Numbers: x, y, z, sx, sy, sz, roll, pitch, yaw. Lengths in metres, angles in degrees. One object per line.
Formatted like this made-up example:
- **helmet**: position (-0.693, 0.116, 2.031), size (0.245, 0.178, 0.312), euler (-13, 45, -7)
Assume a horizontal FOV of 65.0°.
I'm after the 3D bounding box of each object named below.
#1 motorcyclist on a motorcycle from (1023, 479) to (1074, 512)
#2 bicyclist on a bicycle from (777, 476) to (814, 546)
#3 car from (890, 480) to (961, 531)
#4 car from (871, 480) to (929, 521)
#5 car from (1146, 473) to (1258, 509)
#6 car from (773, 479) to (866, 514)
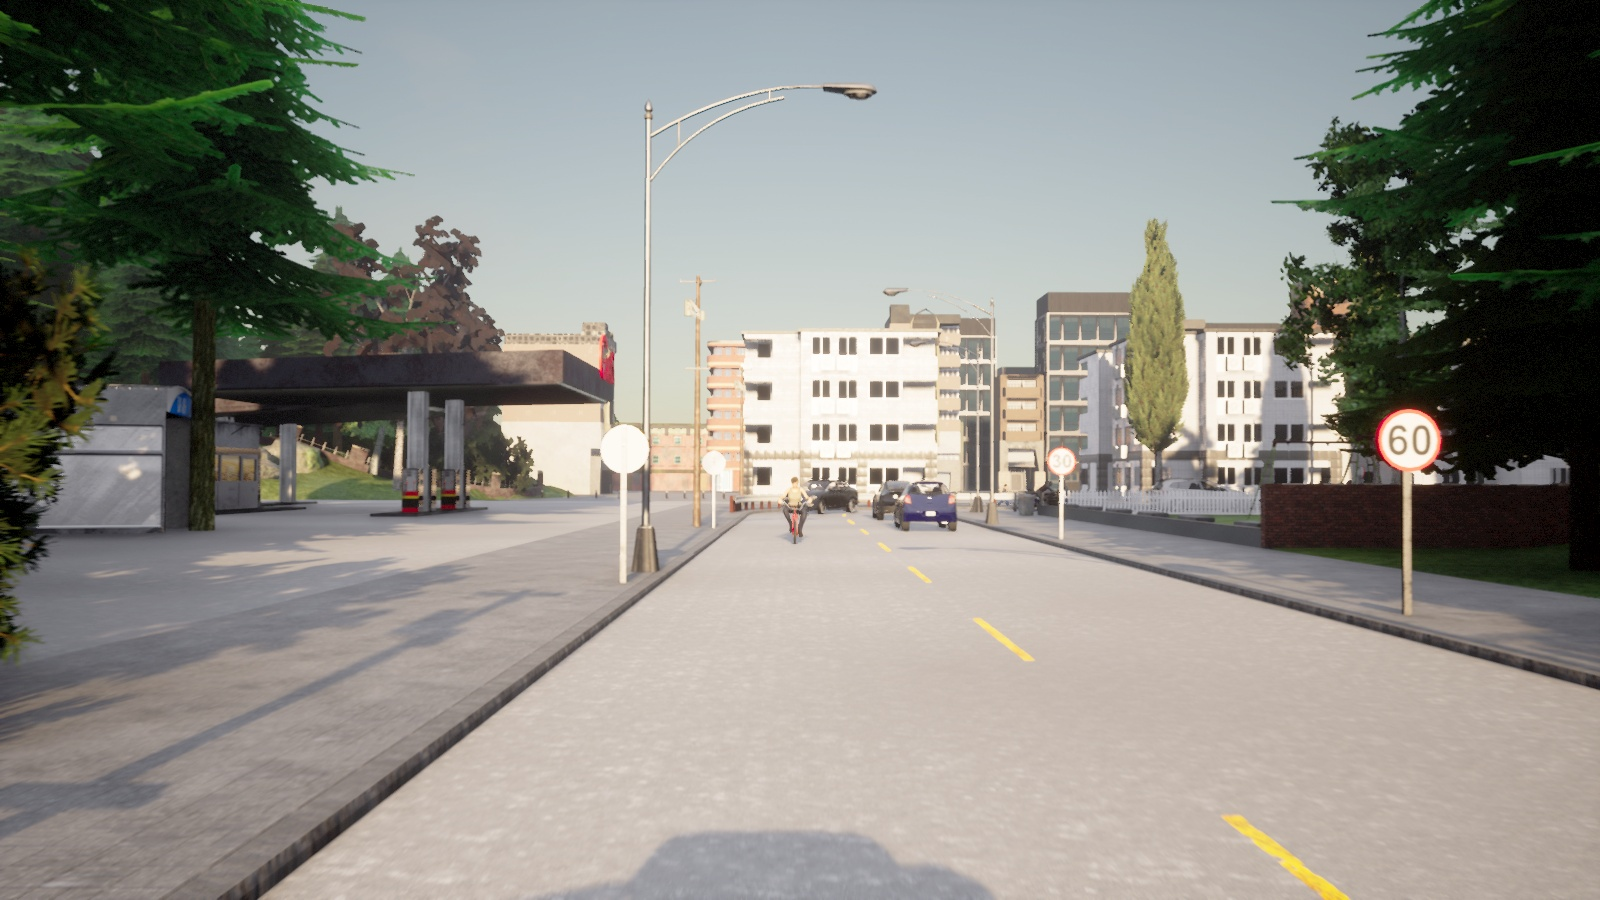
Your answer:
- **motorcyclist on a motorcycle**: position (11.790, 2.158, 59.657), size (2.191, 1.530, 0.866), euler (0, -1, -7)
- **bicyclist on a bicycle**: position (-0.110, 1.438, 30.003), size (0.866, 1.612, 1.509), euler (0, -1, 0)
- **car**: position (3.859, 1.703, 39.095), size (1.845, 1.501, 3.633), euler (0, -1, 0)
- **car**: position (3.822, 1.911, 48.639), size (1.837, 1.490, 4.892), euler (0, -1, 0)
- **car**: position (19.094, 1.942, 59.856), size (4.611, 1.667, 2.242), euler (0, -1, 0)
- **car**: position (0.920, 2.049, 56.318), size (2.128, 1.511, 4.902), euler (-1, -2, 29)
